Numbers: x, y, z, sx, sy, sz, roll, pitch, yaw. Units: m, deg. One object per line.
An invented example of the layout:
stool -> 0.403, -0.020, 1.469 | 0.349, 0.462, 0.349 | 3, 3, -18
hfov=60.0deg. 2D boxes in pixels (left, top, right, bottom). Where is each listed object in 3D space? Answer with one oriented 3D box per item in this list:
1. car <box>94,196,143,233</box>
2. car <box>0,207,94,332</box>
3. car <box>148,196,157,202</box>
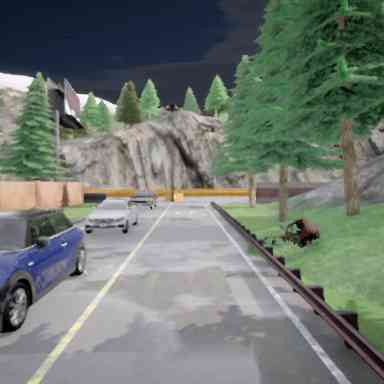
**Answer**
car -> -3.798, 1.095, 16.427 | 1.812, 1.442, 4.674 | 0, 2, -1
car -> -3.674, 1.185, 6.428 | 2.097, 1.767, 4.553 | 0, 2, -1
car -> -3.865, 0.547, 27.042 | 2.033, 1.411, 5.357 | 0, 2, -1
